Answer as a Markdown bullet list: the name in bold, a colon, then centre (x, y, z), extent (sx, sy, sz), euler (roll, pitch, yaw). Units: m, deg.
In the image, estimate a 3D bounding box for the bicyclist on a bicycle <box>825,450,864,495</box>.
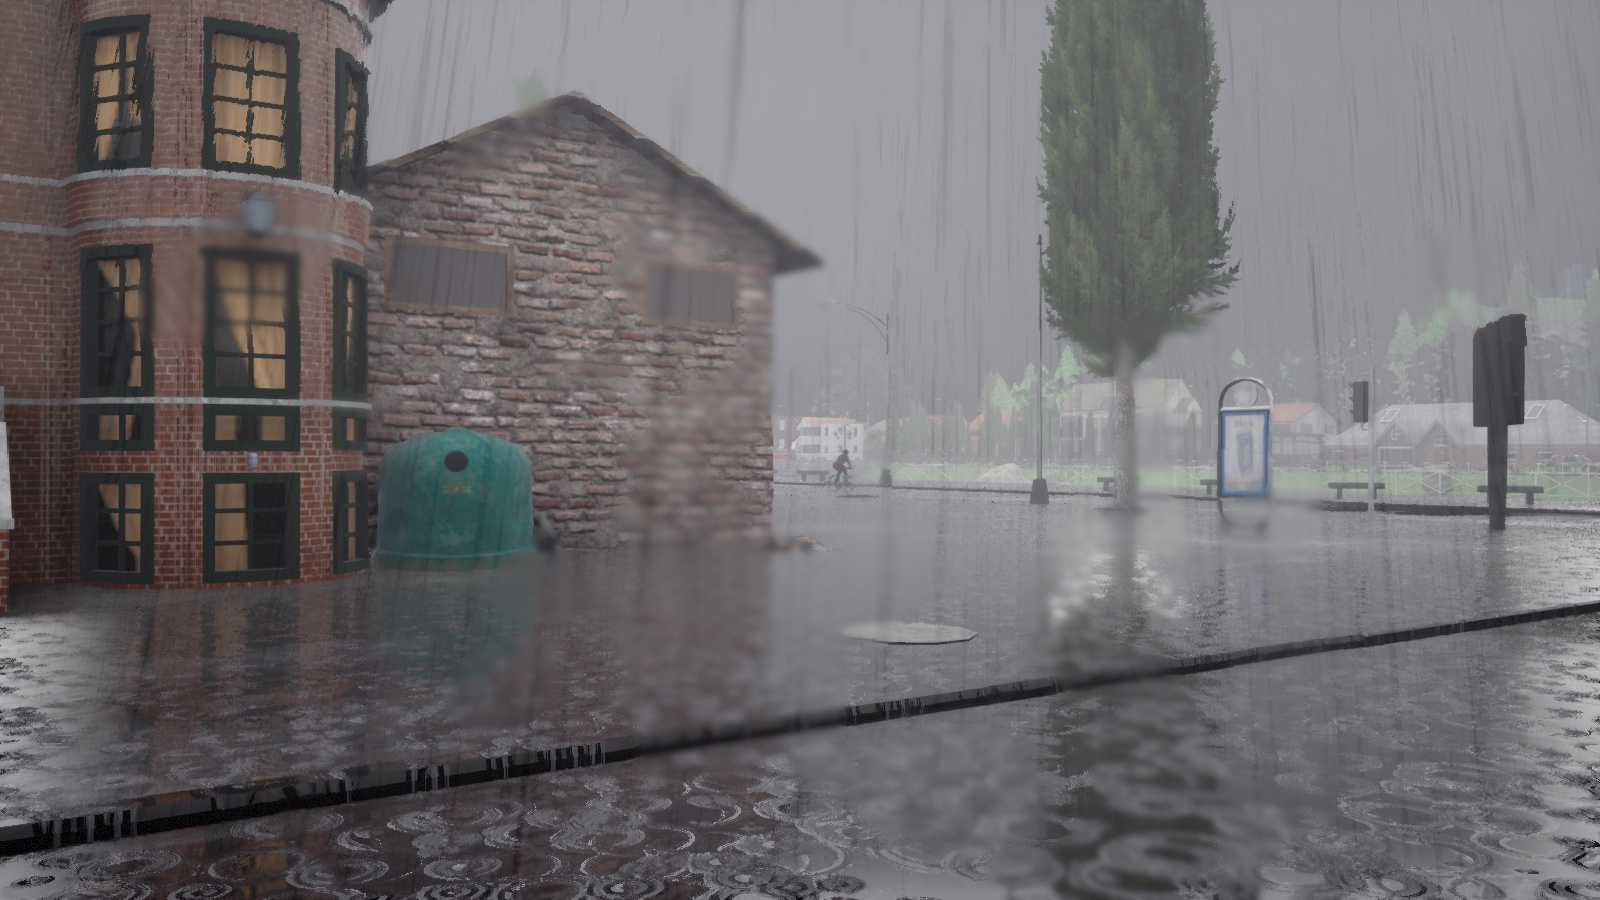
- **bicyclist on a bicycle**: centre (1.630, 0.807, 46.152), extent (0.582, 1.620, 1.656), euler (0, 0, -35)
